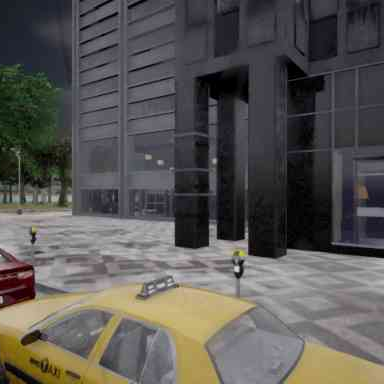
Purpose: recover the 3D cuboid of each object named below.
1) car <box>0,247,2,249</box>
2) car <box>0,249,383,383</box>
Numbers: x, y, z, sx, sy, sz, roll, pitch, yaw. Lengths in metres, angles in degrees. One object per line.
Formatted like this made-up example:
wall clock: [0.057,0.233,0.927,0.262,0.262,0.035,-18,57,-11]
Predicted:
car: [-4.823,1.545,6.410,4.507,1.381,1.887,0,0,36]
car: [-0.537,1.525,3.347,4.829,1.417,1.752,0,0,36]
